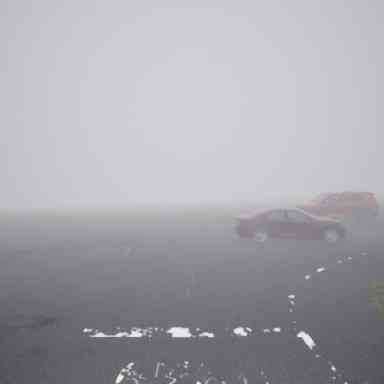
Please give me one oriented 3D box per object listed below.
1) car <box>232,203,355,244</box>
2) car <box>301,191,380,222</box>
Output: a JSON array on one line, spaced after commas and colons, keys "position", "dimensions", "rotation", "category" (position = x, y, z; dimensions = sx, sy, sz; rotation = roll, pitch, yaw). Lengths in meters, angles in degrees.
[{"position": [4.346, 1.438, 15.116], "dimensions": [5.008, 1.535, 1.882], "rotation": [0, 1, 0], "category": "car"}, {"position": [9.388, 1.009, 22.089], "dimensions": [5.566, 2.045, 2.150], "rotation": [-2, 2, 0], "category": "car"}]
